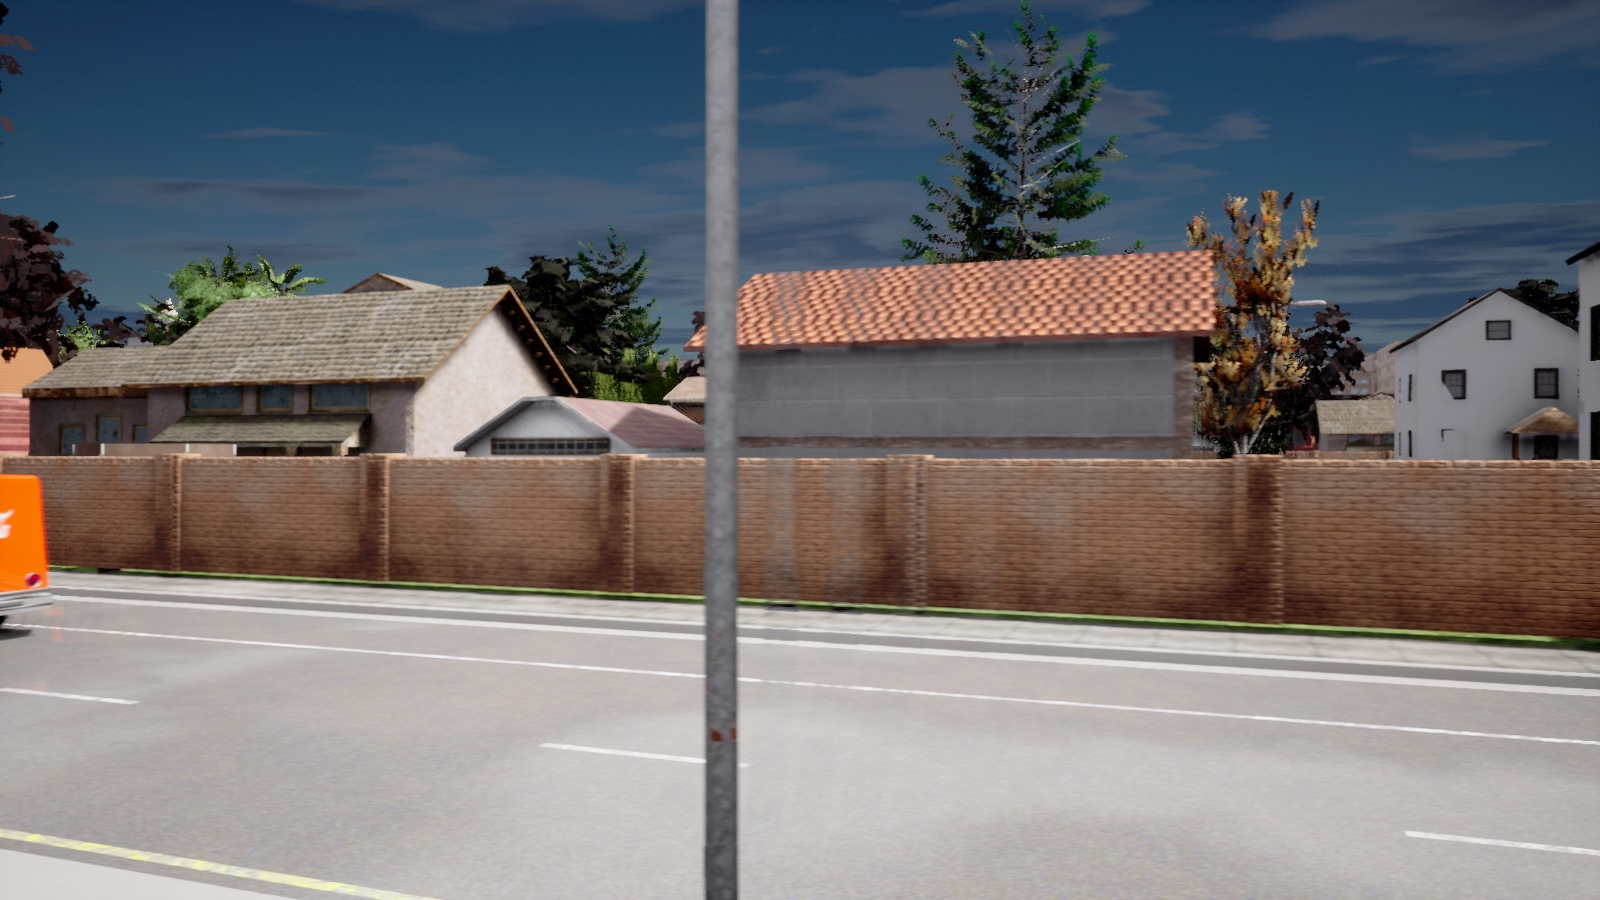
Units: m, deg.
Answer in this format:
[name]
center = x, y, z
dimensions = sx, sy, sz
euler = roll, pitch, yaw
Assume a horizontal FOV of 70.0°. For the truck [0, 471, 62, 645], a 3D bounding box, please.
[truck]
center = -14.018, 1.562, 16.882
dimensions = 5.204, 2.467, 2.627
euler = 0, 0, 20
